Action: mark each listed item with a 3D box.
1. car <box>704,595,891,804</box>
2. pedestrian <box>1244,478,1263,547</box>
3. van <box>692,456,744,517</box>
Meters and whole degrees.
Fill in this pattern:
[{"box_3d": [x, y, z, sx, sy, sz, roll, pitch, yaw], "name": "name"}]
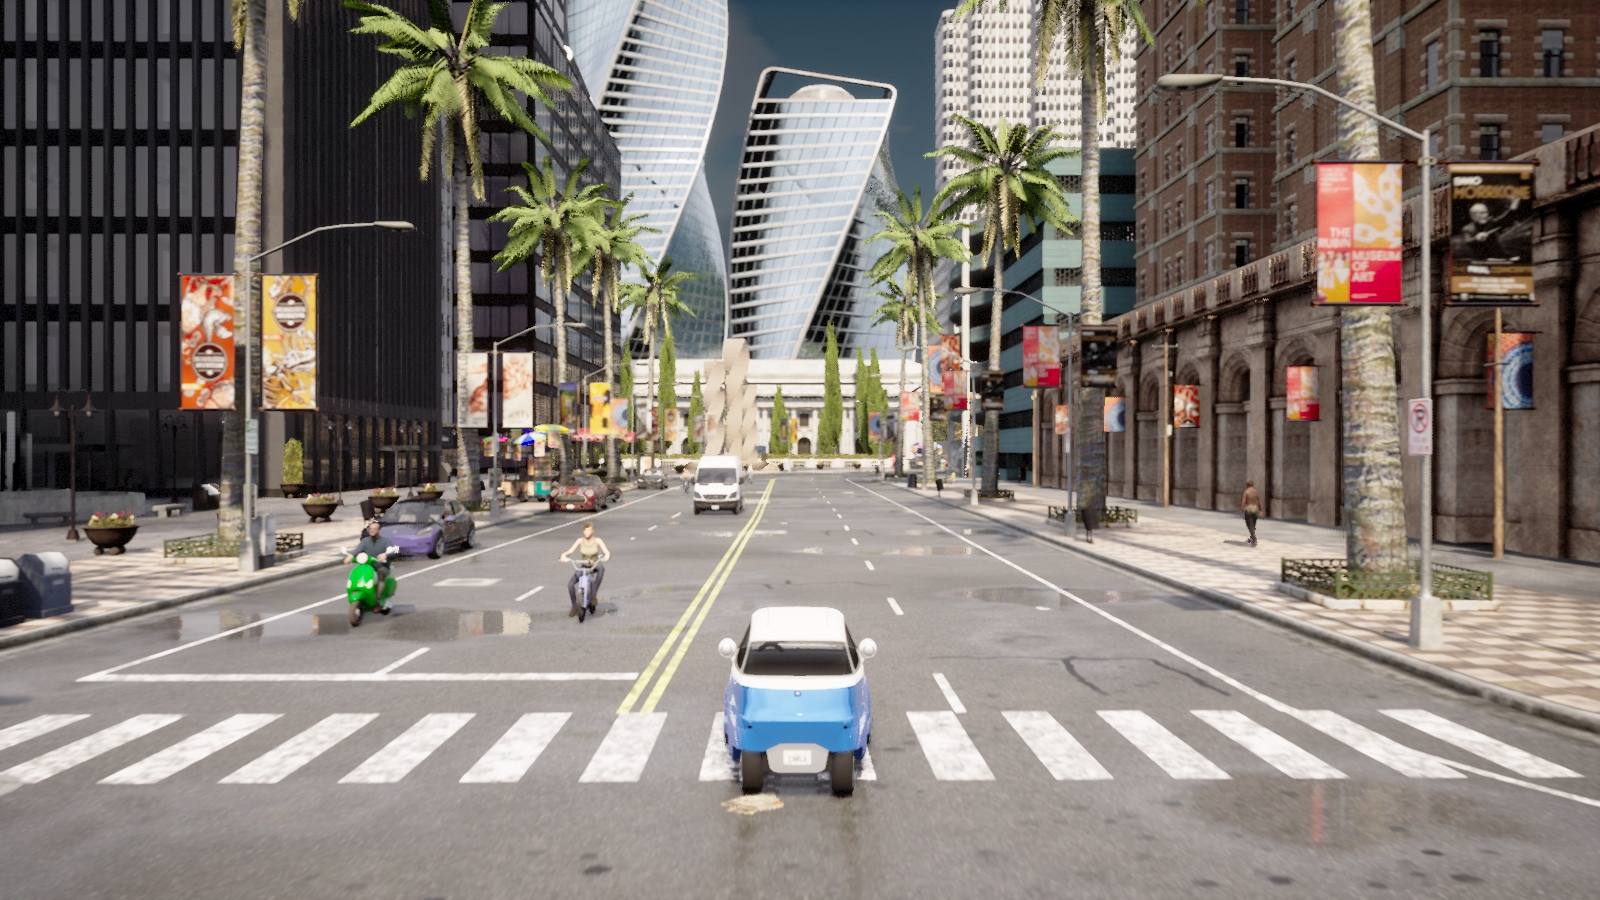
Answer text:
[{"box_3d": [-0.023, 2.120, 10.168, 1.481, 1.376, 2.207, 0, 0, 0], "name": "car"}, {"box_3d": [12.320, 1.699, 31.033, 0.375, 1.860, 0.375, 0, 0, 1], "name": "pedestrian"}, {"box_3d": [-3.607, 1.548, 51.161, 1.988, 2.561, 5.915, 0, 0, -1], "name": "van"}]
